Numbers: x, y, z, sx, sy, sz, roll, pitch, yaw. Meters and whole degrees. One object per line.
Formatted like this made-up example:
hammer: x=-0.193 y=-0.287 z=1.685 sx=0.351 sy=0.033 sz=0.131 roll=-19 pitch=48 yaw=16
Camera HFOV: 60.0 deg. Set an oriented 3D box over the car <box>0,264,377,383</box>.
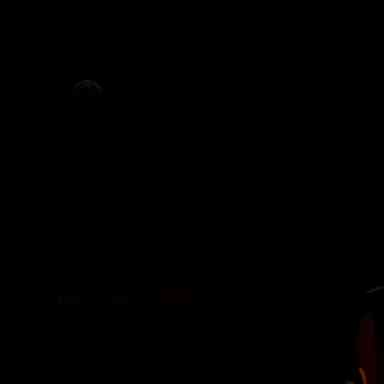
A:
car: x=-0.432 y=1.478 z=2.764 sx=5.008 sy=1.535 sz=1.882 roll=0 pitch=0 yaw=-35
